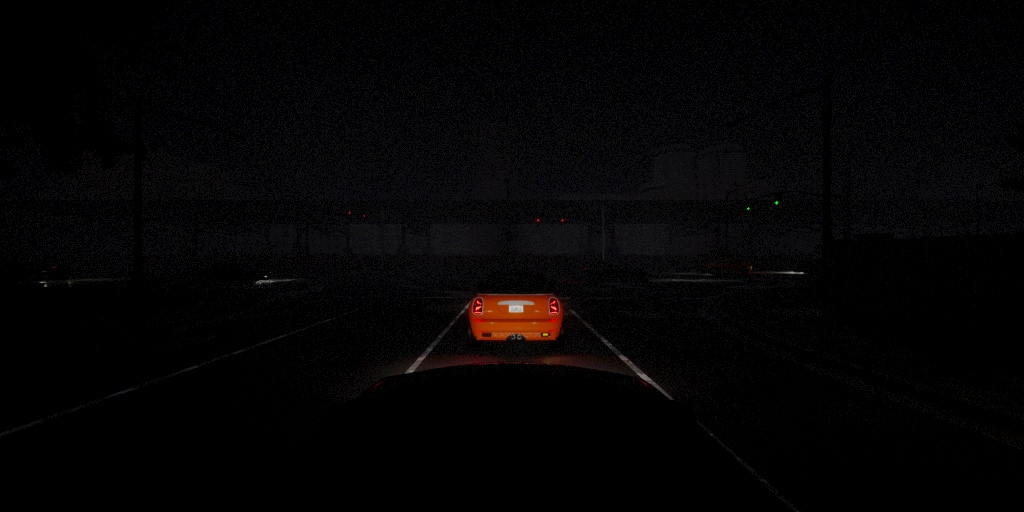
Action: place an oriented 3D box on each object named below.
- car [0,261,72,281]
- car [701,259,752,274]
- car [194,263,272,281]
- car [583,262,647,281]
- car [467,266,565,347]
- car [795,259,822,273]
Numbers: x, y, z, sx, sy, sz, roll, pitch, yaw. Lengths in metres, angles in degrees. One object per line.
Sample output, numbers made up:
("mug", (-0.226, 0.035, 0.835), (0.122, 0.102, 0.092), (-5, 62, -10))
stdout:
("car", (-40.401, 1.262, 30.007), (5.008, 1.535, 1.882), (0, 0, 1))
("car", (23.227, 1.097, 39.000), (5.008, 1.535, 1.882), (-1, 0, 1))
("car", (-22.851, 1.297, 29.466), (5.357, 1.411, 2.033), (0, 0, 1))
("car", (8.188, 1.211, 28.677), (4.902, 1.511, 2.128), (0, 0, 1))
("car", (0.083, 1.103, 9.471), (2.097, 1.767, 4.553), (0, 0, 0))
("car", (33.137, 1.064, 38.746), (4.181, 1.385, 1.994), (-1, 0, 1))
